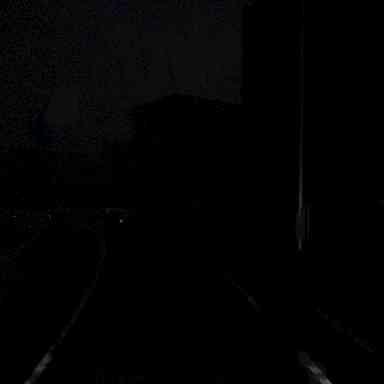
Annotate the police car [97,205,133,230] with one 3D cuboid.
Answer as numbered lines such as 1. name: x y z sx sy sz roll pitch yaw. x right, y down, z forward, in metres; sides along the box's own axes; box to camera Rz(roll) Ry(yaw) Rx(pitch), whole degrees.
1. police car: -5.689 1.768 24.190 1.930 1.638 5.238 -1 -1 -24

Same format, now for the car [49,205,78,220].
1. car: -15.131 2.304 38.868 2.097 1.767 4.553 -2 -1 -39

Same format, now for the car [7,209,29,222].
1. car: -21.499 2.812 40.348 5.008 1.535 1.882 -4 -1 43
